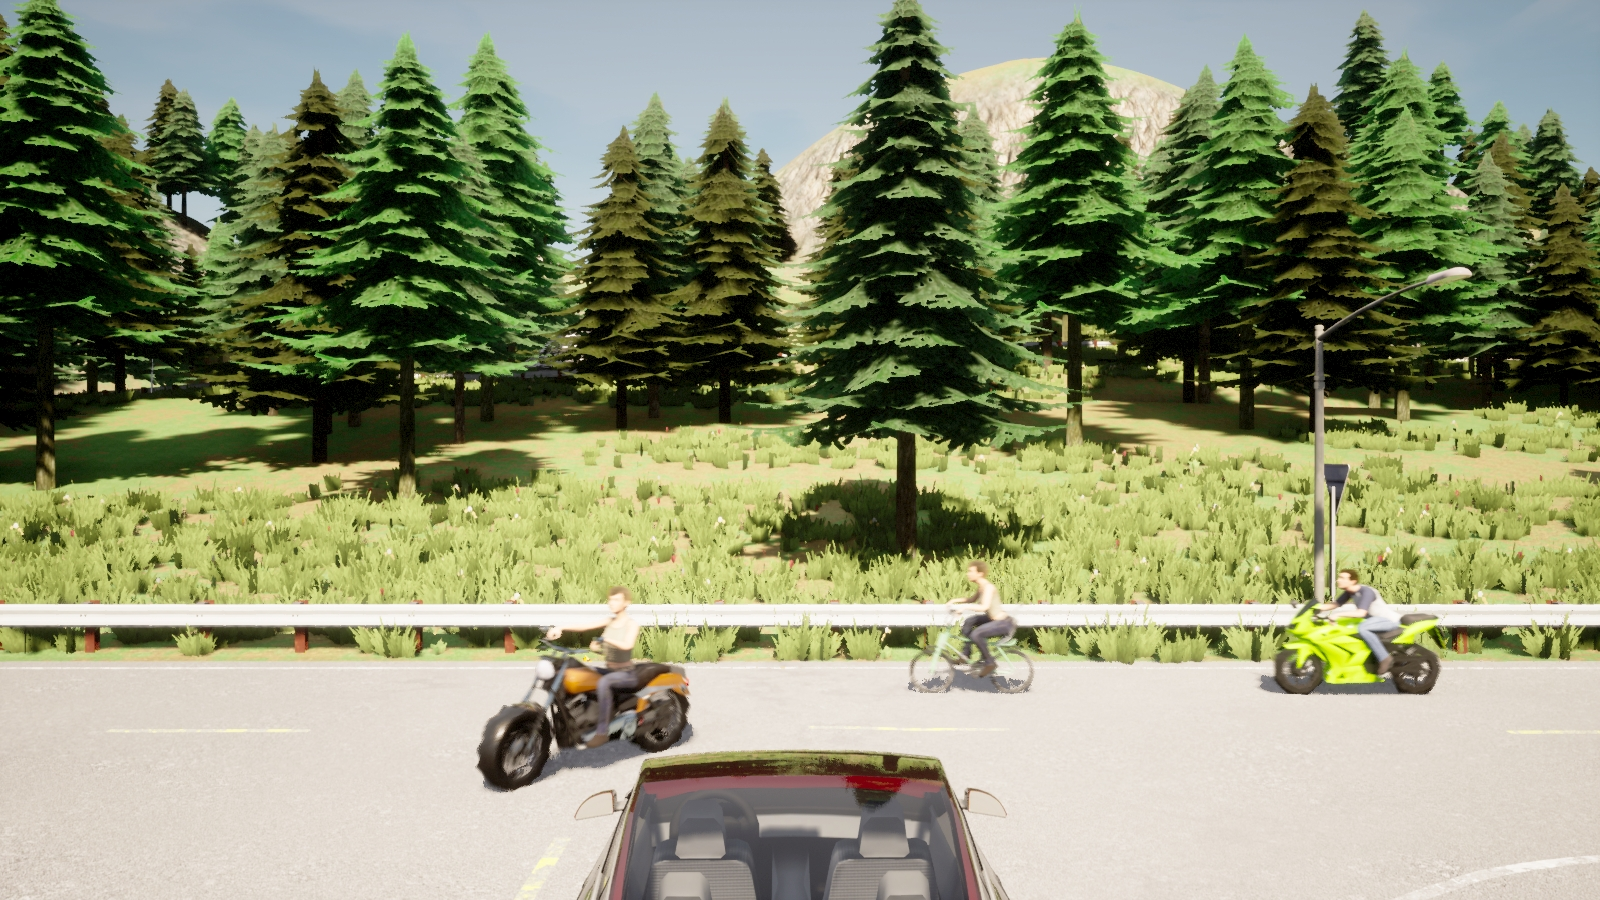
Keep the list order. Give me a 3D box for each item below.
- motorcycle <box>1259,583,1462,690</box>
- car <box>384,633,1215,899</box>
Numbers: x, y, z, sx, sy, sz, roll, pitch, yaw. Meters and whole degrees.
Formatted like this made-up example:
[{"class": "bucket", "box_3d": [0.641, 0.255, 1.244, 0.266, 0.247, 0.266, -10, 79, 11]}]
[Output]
[{"class": "motorcycle", "box_3d": [6.655, 2.213, 13.642, 2.033, 1.145, 0.803, 0, 0, 0]}, {"class": "car", "box_3d": [-0.034, 1.936, 5.154, 2.163, 1.488, 4.792, 0, -1, -1]}]
